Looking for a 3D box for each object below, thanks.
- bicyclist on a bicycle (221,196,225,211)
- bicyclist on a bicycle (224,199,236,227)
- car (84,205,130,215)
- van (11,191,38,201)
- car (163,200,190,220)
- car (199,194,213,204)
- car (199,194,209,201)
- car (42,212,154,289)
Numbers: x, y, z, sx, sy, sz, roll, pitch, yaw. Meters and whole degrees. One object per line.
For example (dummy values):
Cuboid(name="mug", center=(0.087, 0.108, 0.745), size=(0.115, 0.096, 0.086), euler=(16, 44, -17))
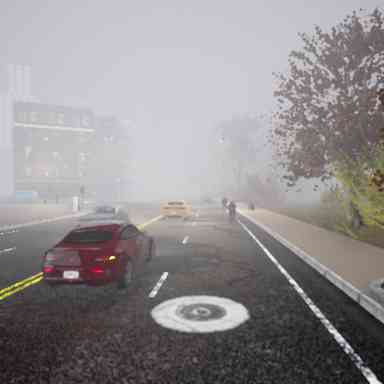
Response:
Cuboid(name="bicyclist on a bicycle", center=(3.036, 1.274, 31.230), size=(0.659, 1.776, 1.843), euler=(0, 0, 2))
Cuboid(name="bicyclist on a bicycle", center=(2.568, 1.388, 21.323), size=(0.582, 1.620, 1.656), euler=(0, 0, 3))
Cuboid(name="car", center=(-5.012, 1.483, 19.719), size=(2.033, 1.411, 5.357), euler=(0, 0, 3))
Cuboid(name="van", center=(-28.221, 0.698, 56.315), size=(3.998, 1.788, 1.690), euler=(1, -1, -28))
Cuboid(name="car", center=(-1.199, 1.393, 26.953), size=(1.882, 1.535, 5.008), euler=(0, 0, 3))
Cuboid(name="car", center=(2.798, 1.350, 59.666), size=(2.033, 1.411, 5.357), euler=(0, 0, 0))
Cuboid(name="car", center=(2.562, 1.226, 74.058), size=(1.882, 1.535, 5.008), euler=(0, 0, -2))
Cuboid(name="car", center=(-2.267, 1.496, 9.012), size=(1.812, 1.442, 4.674), euler=(0, 0, 4))
